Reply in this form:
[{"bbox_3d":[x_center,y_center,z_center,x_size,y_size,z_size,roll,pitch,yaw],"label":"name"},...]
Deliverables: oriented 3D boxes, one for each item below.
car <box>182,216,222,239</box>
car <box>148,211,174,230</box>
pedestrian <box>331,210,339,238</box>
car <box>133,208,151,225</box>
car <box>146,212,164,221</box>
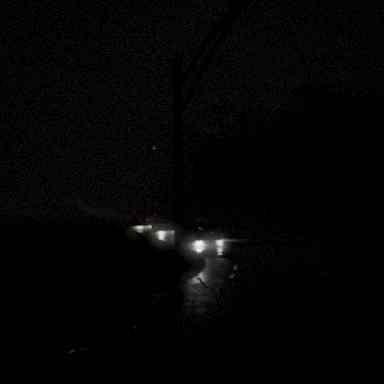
[{"bbox_3d":[0.535,2.521,24.172,1.812,1.442,4.674,0,-3,-19],"label":"car"},{"bbox_3d":[-2.819,2.984,33.674,1.837,1.490,4.892,0,-3,-19],"label":"car"},{"bbox_3d":[9.376,2.061,21.961,0.375,1.860,0.375,-2,0,-19],"label":"pedestrian"},{"bbox_3d":[-6.376,3.197,43.788,2.150,2.045,5.566,0,-3,-19],"label":"car"},{"bbox_3d":[-6.088,3.938,54.040,1.812,1.442,4.674,0,-3,-19],"label":"car"}]
